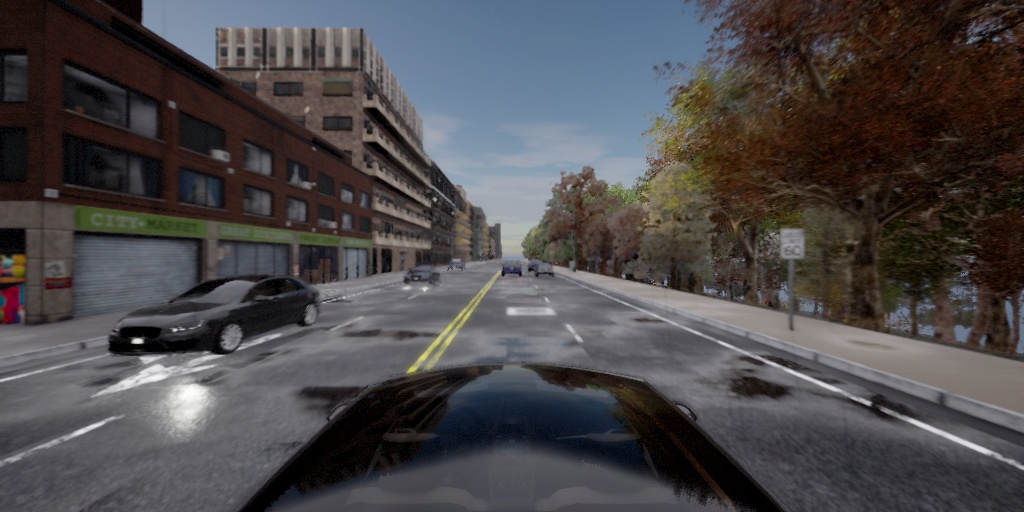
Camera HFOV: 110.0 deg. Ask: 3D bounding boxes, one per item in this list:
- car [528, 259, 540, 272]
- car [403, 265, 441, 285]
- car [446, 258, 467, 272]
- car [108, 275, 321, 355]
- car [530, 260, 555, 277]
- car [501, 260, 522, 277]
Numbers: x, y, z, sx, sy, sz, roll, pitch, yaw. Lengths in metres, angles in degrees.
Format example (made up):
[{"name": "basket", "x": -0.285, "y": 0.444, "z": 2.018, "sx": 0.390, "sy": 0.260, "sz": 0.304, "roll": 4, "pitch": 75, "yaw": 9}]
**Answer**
[{"name": "car", "x": 3.247, "y": 1.215, "z": 49.264, "sx": 2.097, "sy": 1.767, "sz": 4.553, "roll": 0, "pitch": 0, "yaw": 0}, {"name": "car", "x": -6.593, "y": 1.351, "z": 26.678, "sx": 1.994, "sy": 1.385, "sz": 4.181, "roll": 0, "pitch": 0, "yaw": 0}, {"name": "car", "x": -6.518, "y": 1.001, "z": 42.536, "sx": 1.812, "sy": 1.442, "sz": 4.674, "roll": 0, "pitch": 0, "yaw": 0}, {"name": "car", "x": -6.596, "y": 1.252, "z": 8.745, "sx": 1.837, "sy": 1.490, "sz": 4.892, "roll": 0, "pitch": 0, "yaw": 0}, {"name": "car", "x": 3.234, "y": 1.383, "z": 36.717, "sx": 2.033, "sy": 1.411, "sz": 5.357, "roll": 0, "pitch": 0, "yaw": 0}, {"name": "car", "x": -0.016, "y": 1.180, "z": 37.103, "sx": 2.097, "sy": 1.767, "sz": 4.553, "roll": 0, "pitch": 0, "yaw": 0}]
